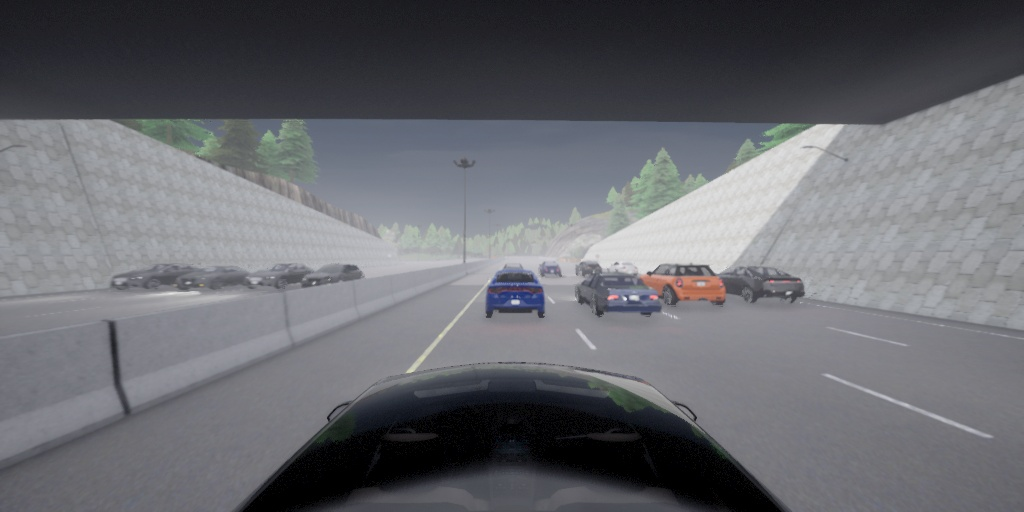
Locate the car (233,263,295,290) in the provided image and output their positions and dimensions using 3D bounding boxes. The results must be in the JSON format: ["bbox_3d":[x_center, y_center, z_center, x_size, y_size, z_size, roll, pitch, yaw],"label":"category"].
[{"bbox_3d":[-14.061,1.195,22.067,2.128,1.511,4.902,0,0,0],"label":"car"}]

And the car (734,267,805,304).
[{"bbox_3d":[10.605,1.213,16.163,2.128,1.511,4.902,0,0,0],"label":"car"}]

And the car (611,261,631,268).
[{"bbox_3d":[10.598,1.208,34.353,1.812,1.442,4.674,0,0,0],"label":"car"}]

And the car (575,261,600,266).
[{"bbox_3d":[7.110,1.188,33.538,1.837,1.490,4.892,0,0,0],"label":"car"}]

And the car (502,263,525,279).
[{"bbox_3d":[0.110,1.285,32.118,1.895,1.301,4.718,0,0,0],"label":"car"}]

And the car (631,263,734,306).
[{"bbox_3d":[7.105,1.074,15.589,2.097,1.767,4.553,0,0,0],"label":"car"}]

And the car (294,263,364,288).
[{"bbox_3d":[-10.564,1.211,21.574,1.837,1.490,4.892,0,0,0],"label":"car"}]

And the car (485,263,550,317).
[{"bbox_3d":[0.103,1.203,13.049,1.882,1.535,5.008,0,0,0],"label":"car"}]

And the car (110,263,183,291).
[{"bbox_3d":[-21.063,1.193,21.672,2.128,1.511,4.902,0,0,0],"label":"car"}]

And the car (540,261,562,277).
[{"bbox_3d":[3.598,1.206,34.387,1.812,1.442,4.674,0,0,0],"label":"car"}]

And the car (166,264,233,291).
[{"bbox_3d":[-17.565,1.266,21.447,1.994,1.385,4.181,0,0,0],"label":"car"}]

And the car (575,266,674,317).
[{"bbox_3d":[3.605,1.274,13.099,2.033,1.411,5.357,0,0,0],"label":"car"}]
